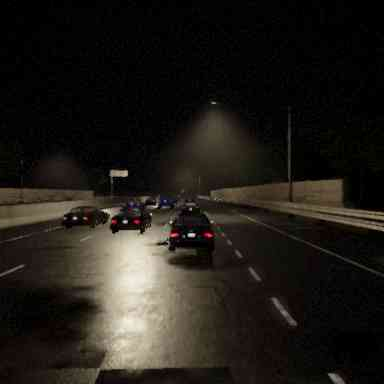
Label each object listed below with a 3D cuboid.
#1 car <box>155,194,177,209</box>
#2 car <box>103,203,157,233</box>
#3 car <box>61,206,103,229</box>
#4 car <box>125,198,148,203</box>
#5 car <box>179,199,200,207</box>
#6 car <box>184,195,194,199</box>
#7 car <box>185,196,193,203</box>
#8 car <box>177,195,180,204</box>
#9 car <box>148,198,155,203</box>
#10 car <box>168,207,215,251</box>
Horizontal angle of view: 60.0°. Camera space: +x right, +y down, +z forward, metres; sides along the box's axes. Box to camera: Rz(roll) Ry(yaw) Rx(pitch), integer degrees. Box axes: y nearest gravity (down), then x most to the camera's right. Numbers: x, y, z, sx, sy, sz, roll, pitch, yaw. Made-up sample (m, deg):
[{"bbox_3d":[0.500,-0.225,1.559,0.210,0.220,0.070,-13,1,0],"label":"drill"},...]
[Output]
[{"bbox_3d":[-3.762,1.423,48.987,2.150,2.045,5.566,0,0,-1],"label":"car"},{"bbox_3d":[-3.547,1.636,20.120,2.033,1.411,5.357,0,0,0],"label":"car"},{"bbox_3d":[-7.059,1.646,22.544,2.033,1.411,5.357,0,0,0],"label":"car"},{"bbox_3d":[-7.193,1.523,41.690,2.097,1.767,4.553,0,0,-1],"label":"car"},{"bbox_3d":[-0.140,1.709,35.303,1.994,1.385,4.181,0,0,0],"label":"car"},{"bbox_3d":[-0.429,1.625,63.226,2.097,1.767,4.553,0,0,-1],"label":"car"},{"bbox_3d":[-0.764,1.888,84.948,1.882,1.535,5.008,0,0,-1],"label":"car"},{"bbox_3d":[-4.031,1.870,70.514,1.994,1.385,4.181,0,0,-1],"label":"car"},{"bbox_3d":[-7.389,1.806,60.127,2.033,1.411,5.357,0,0,-1],"label":"car"},{"bbox_3d":[-0.026,1.612,14.497,2.033,1.411,5.357,0,0,0],"label":"car"}]
